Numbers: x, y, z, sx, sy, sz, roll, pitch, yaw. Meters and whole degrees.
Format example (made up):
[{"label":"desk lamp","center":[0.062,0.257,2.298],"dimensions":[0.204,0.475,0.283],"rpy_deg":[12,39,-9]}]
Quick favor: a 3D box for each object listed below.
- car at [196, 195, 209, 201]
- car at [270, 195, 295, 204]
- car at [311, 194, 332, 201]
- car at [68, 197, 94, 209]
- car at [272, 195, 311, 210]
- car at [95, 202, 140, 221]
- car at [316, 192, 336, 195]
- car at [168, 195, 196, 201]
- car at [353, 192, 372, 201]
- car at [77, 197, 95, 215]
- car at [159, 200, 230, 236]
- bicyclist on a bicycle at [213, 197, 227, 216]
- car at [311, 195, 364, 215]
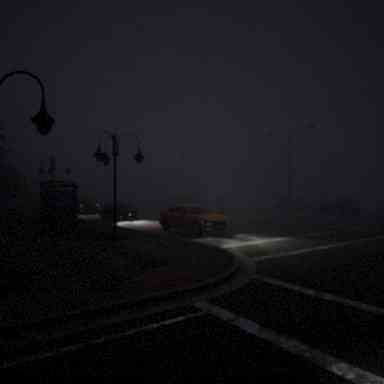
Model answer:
[{"label":"car","center":[0.616,1.236,53.418],"dimensions":[2.152,1.636,5.027],"rpy_deg":[0,0,-36]},{"label":"car","center":[14.716,1.184,54.055],"dimensions":[1.845,1.501,3.633],"rpy_deg":[0,0,-36]},{"label":"car","center":[28.468,1.148,73.363],"dimensions":[1.970,1.475,3.806],"rpy_deg":[0,0,-36]},{"label":"car","center":[-15.239,1.492,45.527],"dimensions":[1.812,1.442,4.674],"rpy_deg":[0,0,-40]},{"label":"car","center":[11.341,1.291,38.141],"dimensions":[1.970,1.475,3.806],"rpy_deg":[0,0,-36]},{"label":"car","center":[-5.887,1.542,26.800],"dimensions":[1.994,1.385,4.181],"rpy_deg":[0,0,-36]},{"label":"car","center":[22.874,1.128,59.826],"dimensions":[2.007,1.523,4.514],"rpy_deg":[0,0,-36]},{"label":"car","center":[-1.906,1.256,51.553],"dimensions":[2.007,1.523,4.514],"rpy_deg":[0,0,-36]},{"label":"car","center":[33.425,0.884,66.484],"dimensions":[1.932,1.855,4.605],"rpy_deg":[0,0,-36]},{"label":"car","center":[-11.111,1.332,33.986],"dimensions":[2.097,1.767,4.553],"rpy_deg":[0,0,-36]},{"label":"car","center":[-0.003,1.455,18.715],"dimensions":[1.882,1.535,5.008],"rpy_deg":[0,0,-36]},{"label":"bicyclist on a bicycle","center":[2.372,1.253,28.161],"dimensions":[1.656,1.620,0.582],"rpy_deg":[-1,0,-36]},{"label":"car","center":[13.227,1.290,30.370],"dimensions":[1.845,1.501,3.633],"rpy_deg":[0,0,-36]}]
